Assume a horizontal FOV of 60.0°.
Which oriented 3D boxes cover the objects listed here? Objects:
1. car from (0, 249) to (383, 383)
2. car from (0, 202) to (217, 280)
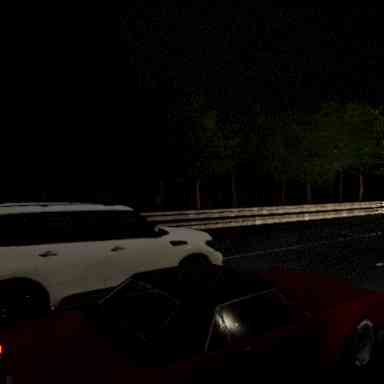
[{"bbox_3d":[0.395,1.587,4.027,4.718,1.301,1.895,0,0,-35],"label":"car"},{"bbox_3d":[-1.990,1.211,6.625,5.566,2.045,2.150,0,0,-35],"label":"car"}]
